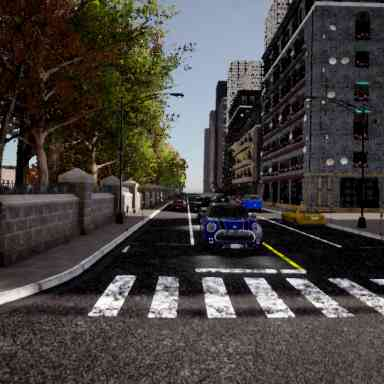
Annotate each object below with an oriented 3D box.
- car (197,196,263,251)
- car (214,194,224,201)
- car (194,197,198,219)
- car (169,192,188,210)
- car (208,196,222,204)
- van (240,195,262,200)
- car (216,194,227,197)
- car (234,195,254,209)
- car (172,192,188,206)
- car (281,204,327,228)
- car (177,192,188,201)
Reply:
[{"bbox_3d":[1.442,1.242,13.549,2.097,1.767,4.553,1,0,-1],"label":"car"},{"bbox_3d":[6.203,1.219,76.826,2.008,1.369,4.403,1,0,-1],"label":"car"},{"bbox_3d":[1.273,1.361,23.591,1.812,1.442,4.674,1,0,-1],"label":"car"},{"bbox_3d":[-1.541,1.151,37.921,1.967,1.590,4.097,1,0,-1],"label":"car"},{"bbox_3d":[3.936,1.321,56.747,1.895,1.301,4.718,1,0,-1],"label":"car"},{"bbox_3d":[6.838,1.206,38.060,1.690,1.788,3.998,1,0,-1],"label":"van"},{"bbox_3d":[4.101,1.124,46.703,2.097,1.767,4.553,1,0,0],"label":"car"},{"bbox_3d":[6.746,1.276,43.599,1.967,1.590,4.097,1,0,-1],"label":"car"},{"bbox_3d":[-1.719,0.968,48.996,2.192,1.841,5.009,1,0,-1],"label":"car"},{"bbox_3d":[7.101,1.478,21.617,1.752,1.417,4.829,1,0,-1],"label":"car"},{"bbox_3d":[-2.079,0.856,71.148,2.192,1.841,5.009,1,0,-1],"label":"car"}]
